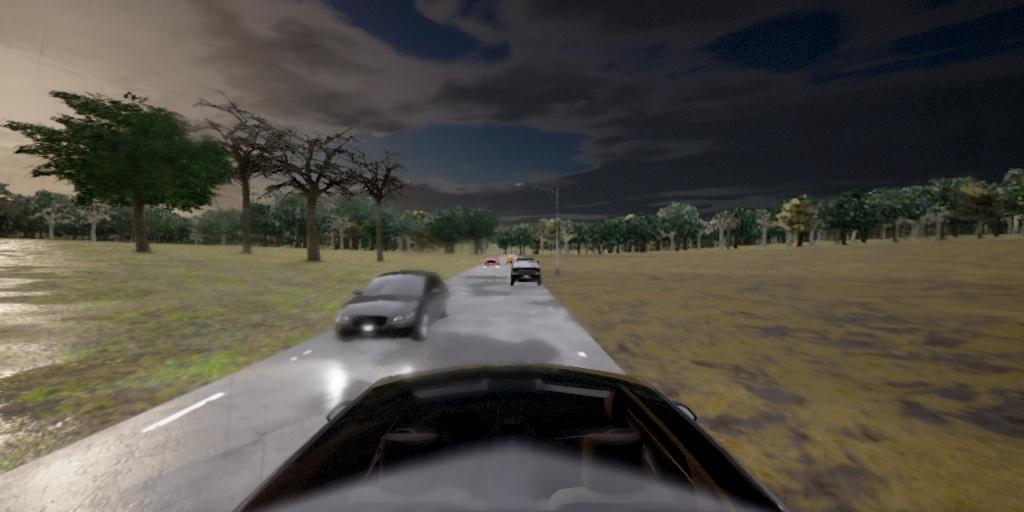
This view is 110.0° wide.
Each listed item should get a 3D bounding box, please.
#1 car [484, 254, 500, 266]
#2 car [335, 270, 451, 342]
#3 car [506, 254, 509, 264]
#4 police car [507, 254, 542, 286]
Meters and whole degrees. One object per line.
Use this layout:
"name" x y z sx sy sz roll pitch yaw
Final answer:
"car" -2.816 0.462 50.553 2.097 1.767 4.553 0 1 0
"car" -2.845 1.163 9.549 1.837 1.490 4.892 0 1 0
"car" 0.000 0.455 59.308 1.882 1.535 5.008 0 1 0
"police car" 0.820 0.917 22.827 1.930 1.638 5.238 0 1 0
